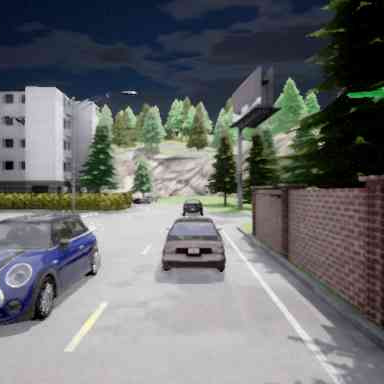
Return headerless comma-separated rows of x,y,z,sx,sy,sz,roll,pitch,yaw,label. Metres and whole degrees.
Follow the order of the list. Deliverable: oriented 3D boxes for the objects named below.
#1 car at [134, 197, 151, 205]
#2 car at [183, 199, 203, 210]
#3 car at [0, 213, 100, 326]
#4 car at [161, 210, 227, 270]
-8.654,1.517,57.819,1.994,1.385,4.181,0,0,-26,car
0.090,1.437,33.093,1.882,1.535,5.008,0,0,0,car
-3.584,1.346,7.269,2.097,1.767,4.553,0,0,0,car
0.061,1.538,10.923,2.033,1.411,5.357,0,0,0,car
